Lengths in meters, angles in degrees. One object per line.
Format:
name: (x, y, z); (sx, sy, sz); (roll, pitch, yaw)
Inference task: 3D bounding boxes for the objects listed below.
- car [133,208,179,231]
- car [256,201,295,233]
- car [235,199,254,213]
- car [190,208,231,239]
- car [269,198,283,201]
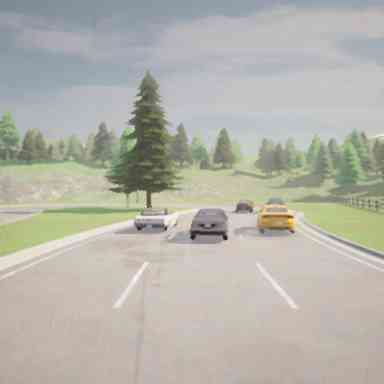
car: (-2.037, 1.616, 20.681); (1.895, 1.301, 4.718); (0, 0, 8)
car: (4.959, 1.520, 20.027); (1.882, 1.535, 5.008); (0, 0, 9)
car: (6.124, 1.594, 38.686); (1.812, 1.442, 4.674); (0, 0, 12)
car: (1.031, 1.571, 17.547); (2.033, 1.411, 5.357); (0, 0, 7)
car: (9.407, 1.432, 37.477); (2.097, 1.767, 4.553); (0, 0, 13)
